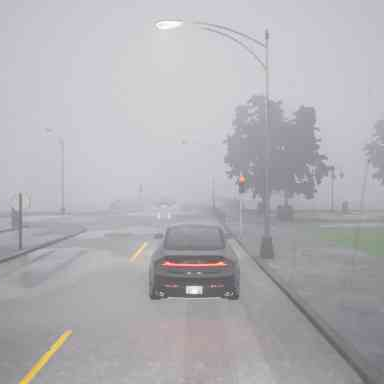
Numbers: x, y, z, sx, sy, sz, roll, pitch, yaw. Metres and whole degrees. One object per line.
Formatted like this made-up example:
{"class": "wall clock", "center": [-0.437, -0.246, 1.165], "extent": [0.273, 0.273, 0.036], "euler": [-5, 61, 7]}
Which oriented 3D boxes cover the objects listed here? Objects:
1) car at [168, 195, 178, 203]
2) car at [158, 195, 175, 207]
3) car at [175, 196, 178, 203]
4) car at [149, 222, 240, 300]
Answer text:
{"class": "car", "center": [-4.020, 1.500, 70.413], "extent": [1.837, 1.490, 4.892], "euler": [0, 0, 0]}
{"class": "car", "center": [-4.109, 1.505, 50.805], "extent": [1.837, 1.490, 4.892], "euler": [0, 0, 0]}
{"class": "car", "center": [-4.087, 1.601, 60.199], "extent": [1.895, 1.301, 4.718], "euler": [0, 0, 0]}
{"class": "car", "center": [0.058, 1.505, 8.372], "extent": [1.837, 1.490, 4.892], "euler": [0, 0, 0]}
